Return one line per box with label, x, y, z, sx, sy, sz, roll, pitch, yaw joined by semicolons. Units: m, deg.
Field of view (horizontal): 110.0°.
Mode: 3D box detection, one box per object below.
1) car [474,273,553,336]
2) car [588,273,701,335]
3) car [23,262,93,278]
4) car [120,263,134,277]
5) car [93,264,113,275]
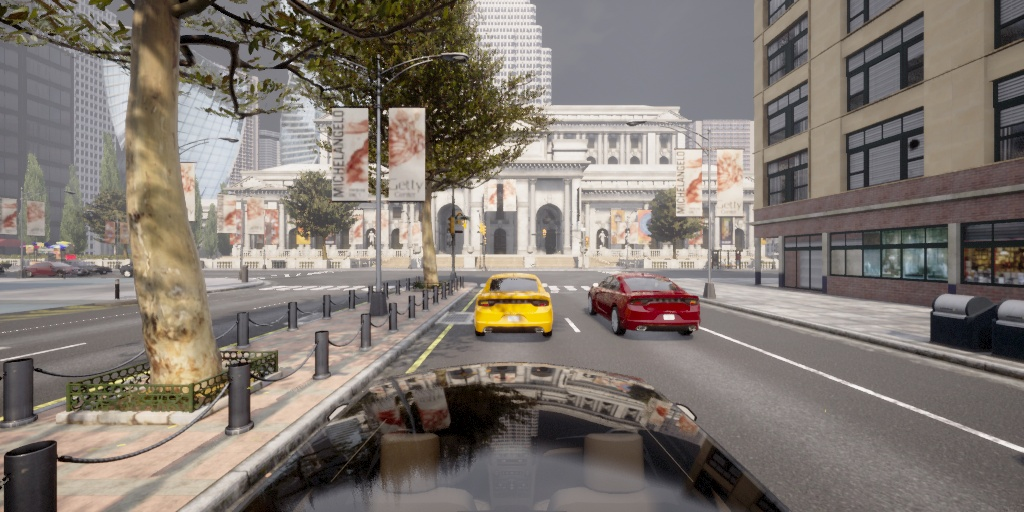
car;0.055;1.228;10.381;1.882;1.535;5.008;0;0;1
car;3.557;1.228;10.560;1.882;1.535;5.008;0;0;0
car;-43.379;1.276;34.012;4.674;1.442;1.812;0;0;-1
car;-34.180;1.255;34.044;4.892;1.490;1.837;0;0;0
car;-45.302;1.297;37.505;5.357;1.411;2.033;0;0;0
